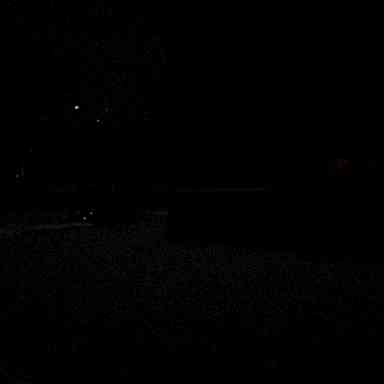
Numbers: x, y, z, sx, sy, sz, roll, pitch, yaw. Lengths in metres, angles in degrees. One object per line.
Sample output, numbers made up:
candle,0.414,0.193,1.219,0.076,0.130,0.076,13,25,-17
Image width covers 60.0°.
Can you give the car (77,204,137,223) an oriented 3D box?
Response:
car,-6.680,1.628,26.418,1.895,1.301,4.718,-1,0,36
